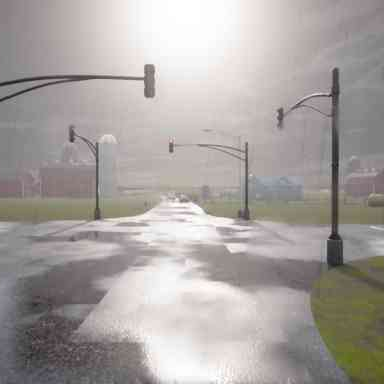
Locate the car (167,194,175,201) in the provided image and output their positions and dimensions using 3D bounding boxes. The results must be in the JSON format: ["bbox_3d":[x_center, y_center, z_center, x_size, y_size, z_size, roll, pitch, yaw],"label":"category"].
[{"bbox_3d":[-4.676,1.182,73.890,1.812,1.442,4.674,0,0,-3],"label":"car"}]

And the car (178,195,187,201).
[{"bbox_3d":[-2.297,1.463,79.874,1.837,1.490,4.892,0,0,-4],"label":"car"}]

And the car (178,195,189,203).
[{"bbox_3d":[-1.690,1.624,69.889,1.895,1.301,4.718,0,0,-3],"label":"car"}]
